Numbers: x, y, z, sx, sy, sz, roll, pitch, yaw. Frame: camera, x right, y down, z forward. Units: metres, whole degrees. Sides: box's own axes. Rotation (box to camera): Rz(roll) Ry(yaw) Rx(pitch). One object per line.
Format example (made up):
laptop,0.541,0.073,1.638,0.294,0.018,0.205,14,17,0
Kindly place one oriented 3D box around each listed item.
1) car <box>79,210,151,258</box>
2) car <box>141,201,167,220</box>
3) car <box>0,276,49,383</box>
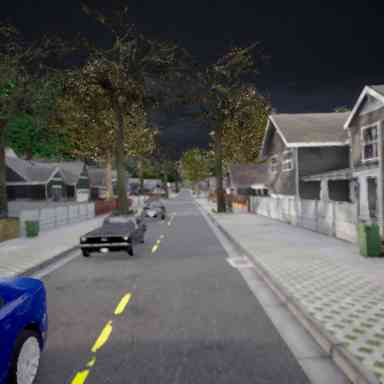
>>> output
car,-2.992,1.672,13.464,1.895,1.301,4.718,-2,0,-1
car,-3.180,1.549,28.460,2.128,1.511,4.902,-2,0,0
car,-2.782,1.563,2.358,1.882,1.535,5.008,-2,0,-1
